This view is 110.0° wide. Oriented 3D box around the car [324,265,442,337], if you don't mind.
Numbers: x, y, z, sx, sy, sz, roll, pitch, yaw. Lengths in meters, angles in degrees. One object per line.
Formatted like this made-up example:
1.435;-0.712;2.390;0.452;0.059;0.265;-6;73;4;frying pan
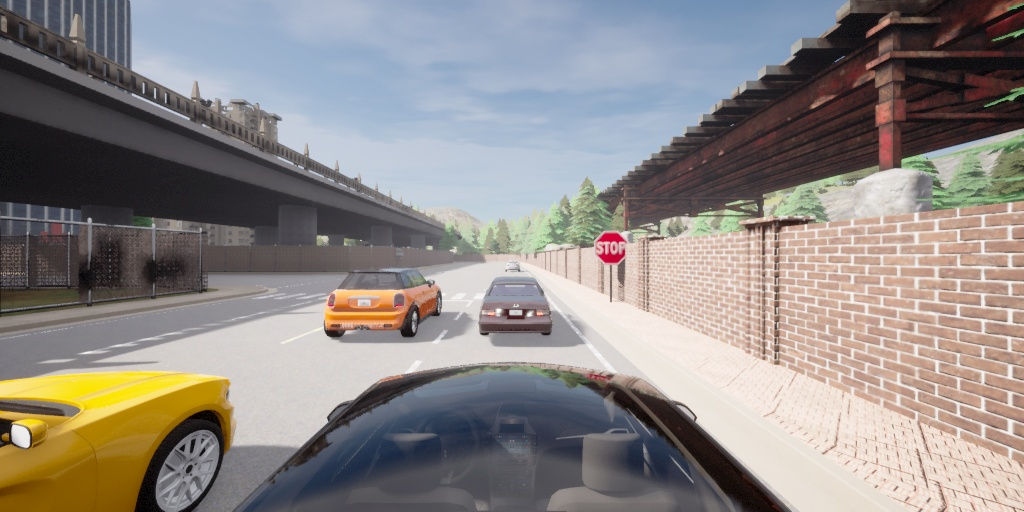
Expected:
-3.419;1.102;10.413;2.097;1.767;4.553;0;0;0;car

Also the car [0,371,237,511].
-3.397;1.228;1.155;1.882;1.535;5.008;0;0;0;car

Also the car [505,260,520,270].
0.085;1.276;46.303;1.812;1.442;4.674;0;0;-1;car

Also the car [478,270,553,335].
0.082;1.297;10.434;2.033;1.411;5.357;0;0;0;car
